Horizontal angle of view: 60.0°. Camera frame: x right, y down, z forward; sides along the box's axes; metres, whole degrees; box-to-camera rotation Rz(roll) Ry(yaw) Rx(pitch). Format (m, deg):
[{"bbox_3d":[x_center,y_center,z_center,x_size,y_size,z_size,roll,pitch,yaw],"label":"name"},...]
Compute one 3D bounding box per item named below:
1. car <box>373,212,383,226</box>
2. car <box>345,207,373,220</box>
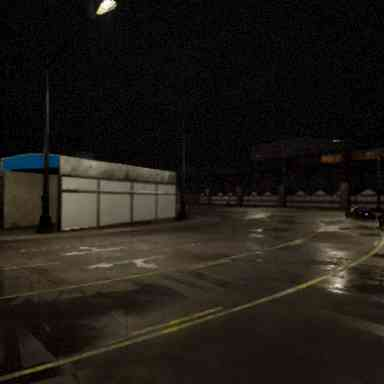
[{"bbox_3d":[15.671,2.068,25.527,2.033,1.411,5.357,0,-1,21],"label":"car"},{"bbox_3d":[18.033,2.278,35.884,1.994,1.385,4.181,0,-1,7],"label":"car"}]
